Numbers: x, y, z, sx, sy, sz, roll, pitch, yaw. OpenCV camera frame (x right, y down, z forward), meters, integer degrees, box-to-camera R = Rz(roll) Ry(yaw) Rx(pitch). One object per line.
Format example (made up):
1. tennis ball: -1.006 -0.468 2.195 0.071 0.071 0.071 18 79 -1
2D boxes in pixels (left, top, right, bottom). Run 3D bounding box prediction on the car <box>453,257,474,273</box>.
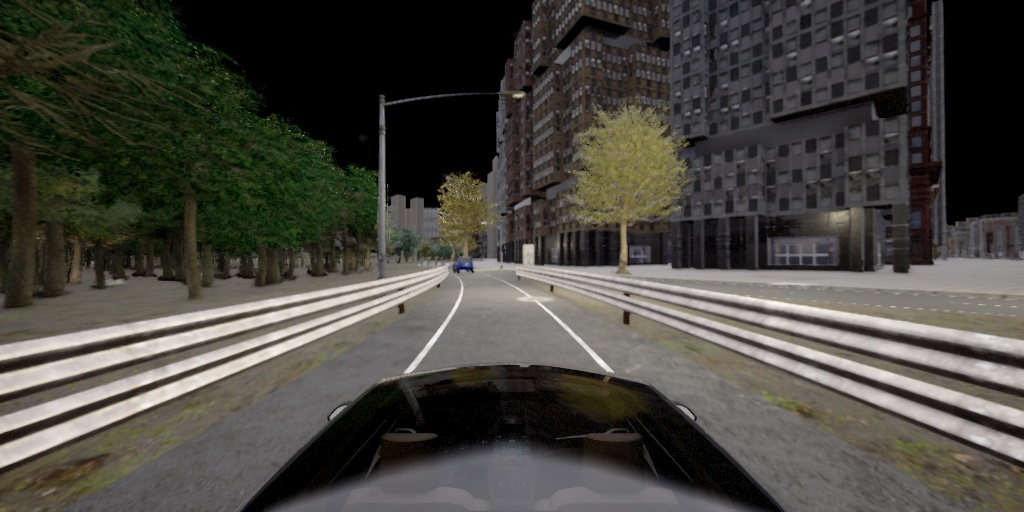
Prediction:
1. car: -6.436 1.190 47.241 2.150 2.045 5.566 0 0 -16
